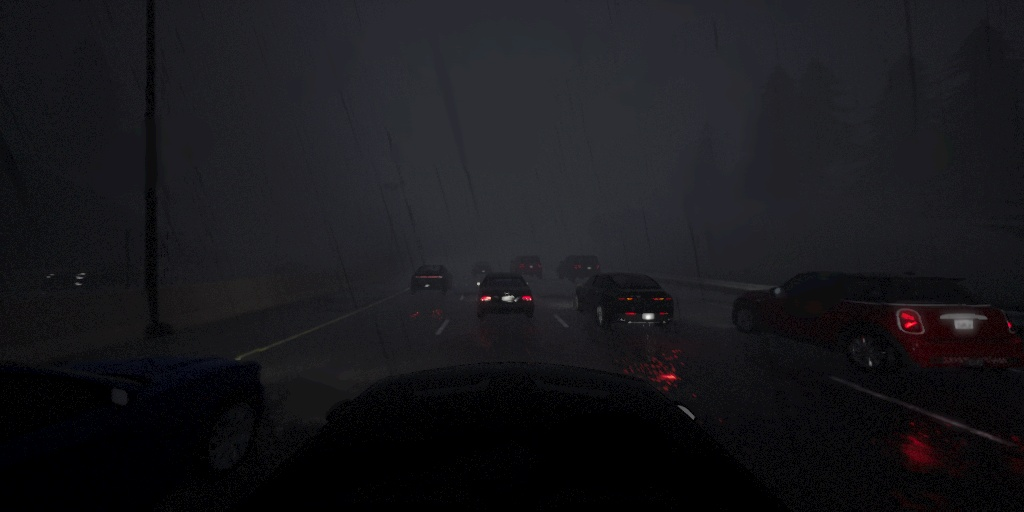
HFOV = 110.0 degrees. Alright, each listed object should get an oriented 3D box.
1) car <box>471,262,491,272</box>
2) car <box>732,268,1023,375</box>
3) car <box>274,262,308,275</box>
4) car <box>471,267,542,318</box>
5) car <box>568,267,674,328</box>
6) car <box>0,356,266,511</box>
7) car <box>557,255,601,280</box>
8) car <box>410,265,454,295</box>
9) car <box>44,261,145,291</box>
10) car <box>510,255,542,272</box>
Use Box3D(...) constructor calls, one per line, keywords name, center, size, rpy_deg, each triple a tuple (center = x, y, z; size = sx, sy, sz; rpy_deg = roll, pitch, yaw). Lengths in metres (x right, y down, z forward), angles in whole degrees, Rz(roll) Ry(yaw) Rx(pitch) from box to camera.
Box3D(name="car", center=(-3.116, 1.283, 36.645), size=(1.812, 1.442, 4.674), rpy_deg=(0, 0, -10))
Box3D(name="car", center=(6.904, 1.088, 7.637), size=(2.097, 1.767, 4.553), rpy_deg=(0, 0, -1))
Box3D(name="car", center=(-25.374, 1.352, 41.401), size=(2.033, 1.411, 5.357), rpy_deg=(0, 0, -11))
Box3D(name="car", center=(-0.304, 1.298, 13.013), size=(2.033, 1.411, 5.357), rpy_deg=(0, 0, -3))
Box3D(name="car", center=(3.259, 1.248, 11.296), size=(1.837, 1.490, 4.892), rpy_deg=(0, 0, -3))
Box3D(name="car", center=(-3.471, 1.235, 1.673), size=(1.882, 1.535, 5.008), rpy_deg=(0, 0, 0))
Box3D(name="car", center=(5.239, 0.961, 28.515), size=(2.150, 2.045, 5.566), rpy_deg=(0, 0, -7))
Box3D(name="car", center=(-4.386, 1.251, 20.009), size=(2.128, 1.511, 4.902), rpy_deg=(0, 0, -5))
Box3D(name="car", center=(-25.959, 1.157, 22.530), size=(2.097, 1.767, 4.553), rpy_deg=(0, 0, -7))
Box3D(name="car", center=(1.193, 0.970, 32.160), size=(2.150, 2.045, 5.566), rpy_deg=(0, 0, -8))
